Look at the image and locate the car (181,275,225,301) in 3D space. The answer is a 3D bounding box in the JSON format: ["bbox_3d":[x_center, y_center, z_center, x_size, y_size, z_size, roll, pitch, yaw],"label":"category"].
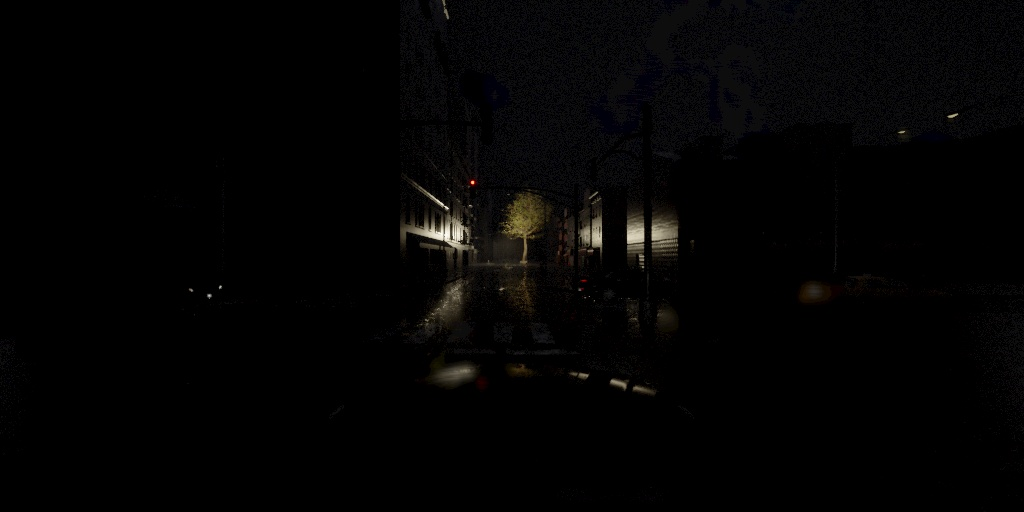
[{"bbox_3d":[-14.966,1.214,14.593,5.357,1.411,2.033,0,0,0],"label":"car"}]

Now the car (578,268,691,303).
[{"bbox_3d":[5.462,1.282,16.171,4.892,1.490,1.837,1,-1,-2],"label":"car"}]

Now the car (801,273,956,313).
[{"bbox_3d":[13.901,1.346,13.713,4.829,1.417,1.751,0,0,0],"label":"car"}]
